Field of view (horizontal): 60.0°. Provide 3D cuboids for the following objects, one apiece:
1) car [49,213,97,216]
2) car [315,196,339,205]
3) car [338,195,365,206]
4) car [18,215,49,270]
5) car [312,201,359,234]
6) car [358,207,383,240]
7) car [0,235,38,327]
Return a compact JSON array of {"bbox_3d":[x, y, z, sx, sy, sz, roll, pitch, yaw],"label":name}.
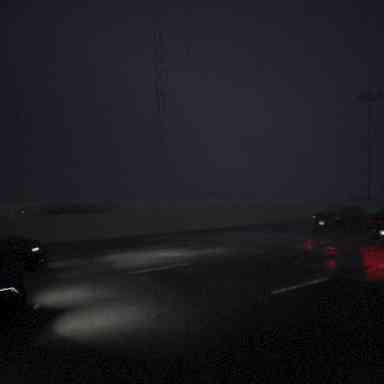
[{"bbox_3d":[-7.872,1.475,19.882,4.892,1.490,1.837,0,0,-36],"label":"car"},{"bbox_3d":[21.246,1.283,52.297,4.181,1.385,1.994,0,0,-44],"label":"car"},{"bbox_3d":[24.098,1.205,50.181,4.902,1.511,2.128,0,0,-44],"label":"car"},{"bbox_3d":[-6.143,1.494,7.962,4.902,1.511,2.128,0,0,-36],"label":"car"},{"bbox_3d":[8.542,1.422,18.482,4.674,1.442,1.812,0,0,-36],"label":"car"},{"bbox_3d":[9.821,1.407,15.088,4.892,1.490,1.837,0,0,-36],"label":"car"},{"bbox_3d":[-4.873,1.534,4.568,4.674,1.442,1.812,0,0,-36],"label":"car"}]
